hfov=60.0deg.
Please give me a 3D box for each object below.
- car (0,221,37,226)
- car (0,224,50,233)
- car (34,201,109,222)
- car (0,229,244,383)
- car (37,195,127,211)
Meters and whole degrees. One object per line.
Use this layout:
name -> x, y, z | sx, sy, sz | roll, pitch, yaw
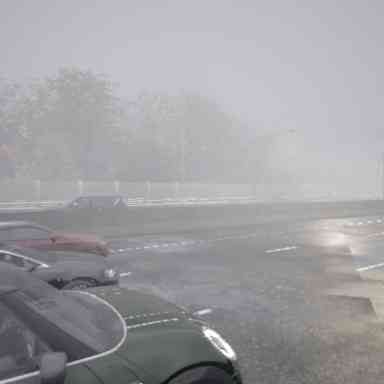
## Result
car -> -4.582, 1.518, 9.079 | 4.674, 1.442, 1.812 | 0, 0, -35
car -> -3.606, 1.490, 5.470 | 4.902, 1.511, 2.128 | 0, 0, -36
car -> -9.746, 1.511, 27.134 | 5.357, 1.411, 2.033 | 0, 0, -35
car -> -1.735, 1.352, 2.508 | 4.553, 1.767, 2.097 | 0, 0, -35
car -> -6.732, 1.192, 20.684 | 5.566, 2.045, 2.150 | 0, 0, -35
